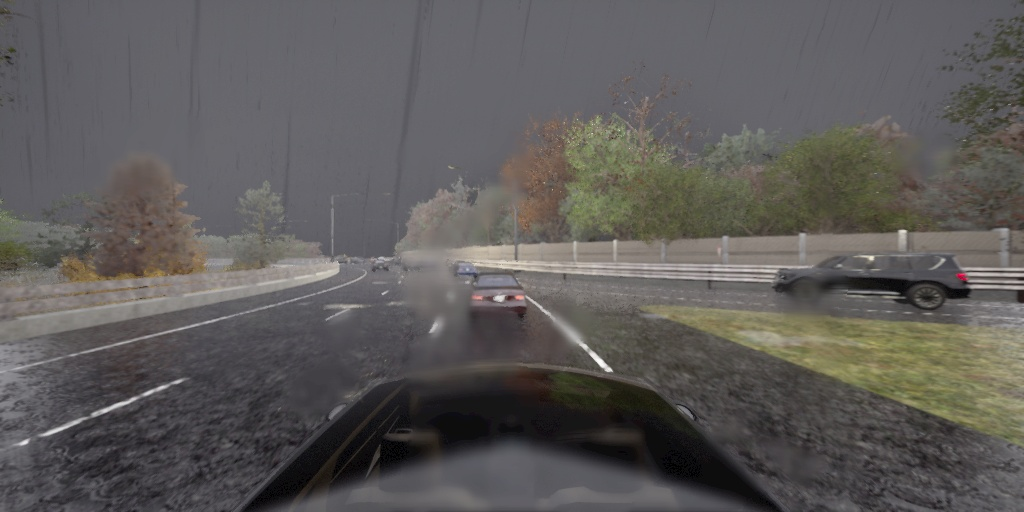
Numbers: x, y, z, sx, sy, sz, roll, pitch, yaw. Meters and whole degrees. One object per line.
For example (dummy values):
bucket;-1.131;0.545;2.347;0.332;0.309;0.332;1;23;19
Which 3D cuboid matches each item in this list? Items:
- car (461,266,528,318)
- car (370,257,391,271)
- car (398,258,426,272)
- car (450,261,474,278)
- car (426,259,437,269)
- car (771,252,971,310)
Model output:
car;-0.614;1.258;12.778;2.033;1.411;5.357;0;0;-6
car;-17.006;1.177;45.981;1.812;1.442;4.674;0;0;-25
car;-12.389;1.131;44.259;2.128;1.511;4.902;0;0;-23
car;-4.426;1.199;32.466;2.033;1.411;5.357;0;0;-16
car;-12.457;1.156;52.485;2.033;1.411;5.357;0;0;-28
car;13.679;0.870;14.159;5.566;2.045;2.150;0;0;31
